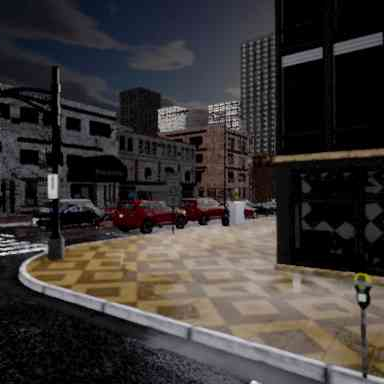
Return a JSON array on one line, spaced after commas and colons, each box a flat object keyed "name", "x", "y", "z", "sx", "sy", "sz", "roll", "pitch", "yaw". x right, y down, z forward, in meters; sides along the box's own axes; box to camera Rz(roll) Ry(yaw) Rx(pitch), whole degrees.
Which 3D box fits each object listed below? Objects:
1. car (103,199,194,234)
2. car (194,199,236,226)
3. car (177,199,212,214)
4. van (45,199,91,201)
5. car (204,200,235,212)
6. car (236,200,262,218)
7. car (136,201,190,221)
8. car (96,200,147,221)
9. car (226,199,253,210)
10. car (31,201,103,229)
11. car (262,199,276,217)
[{"name": "car", "x": -2.378, "y": 1.364, "z": 19.591, "sx": 2.192, "sy": 1.841, "sz": 5.009, "roll": -1, "pitch": -1, "yaw": 35}, {"name": "car", "x": 0.818, "y": 1.382, "z": 24.097, "sx": 2.192, "sy": 1.841, "sz": 5.009, "roll": -1, "pitch": -1, "yaw": 35}, {"name": "car", "x": 0.374, "y": 1.593, "z": 37.954, "sx": 1.967, "sy": 1.590, "sz": 4.097, "roll": -1, "pitch": -1, "yaw": 35}, {"name": "van", "x": -9.214, "y": 1.436, "z": 24.437, "sx": 1.690, "sy": 1.788, "sz": 3.998, "roll": -1, "pitch": -1, "yaw": 35}, {"name": "car", "x": 3.569, "y": 1.724, "z": 42.458, "sx": 2.008, "sy": 1.369, "sz": 4.403, "roll": -1, "pitch": -1, "yaw": 35}, {"name": "car", "x": 4.015, "y": 1.631, "z": 28.601, "sx": 1.887, "sy": 1.381, "sz": 4.507, "roll": -1, "pitch": -1, "yaw": 35}, {"name": "car", "x": -2.468, "y": 1.599, "z": 29.466, "sx": 2.128, "sy": 1.511, "sz": 4.902, "roll": 0, "pitch": 0, "yaw": 35}, {"name": "car", "x": -6.018, "y": 1.554, "z": 28.941, "sx": 1.967, "sy": 1.590, "sz": 4.097, "roll": -1, "pitch": -1, "yaw": 35}, {"name": "car", "x": 6.765, "y": 1.746, "z": 46.964, "sx": 2.008, "sy": 1.369, "sz": 4.403, "roll": -1, "pitch": -1, "yaw": 35}, {"name": "car", "x": -7.946, "y": 1.568, "z": 21.741, "sx": 2.128, "sy": 1.511, "sz": 4.902, "roll": 0, "pitch": 0, "yaw": 35}, {"name": "car", "x": 7.211, "y": 1.672, "z": 33.107, "sx": 1.947, "sy": 1.339, "sz": 4.313, "roll": -1, "pitch": -1, "yaw": 35}]
